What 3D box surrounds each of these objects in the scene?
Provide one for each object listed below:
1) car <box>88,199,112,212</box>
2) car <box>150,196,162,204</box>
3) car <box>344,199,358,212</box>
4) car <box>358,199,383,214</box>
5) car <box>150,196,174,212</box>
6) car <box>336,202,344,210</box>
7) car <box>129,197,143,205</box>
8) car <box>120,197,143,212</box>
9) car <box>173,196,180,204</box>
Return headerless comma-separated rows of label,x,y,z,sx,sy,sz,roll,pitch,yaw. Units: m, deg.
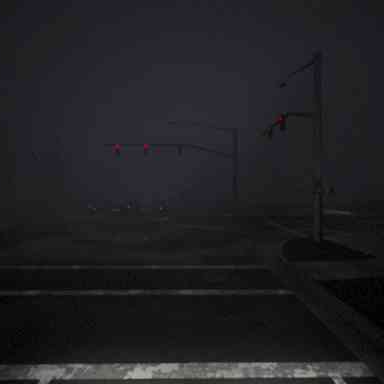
car,-10.403,1.531,37.834,1.812,1.442,4.674,0,0,0
car,-6.907,1.514,63.718,1.837,1.490,4.892,0,0,0
car,19.968,1.531,37.104,4.674,1.442,1.812,0,0,1
car,19.987,1.496,33.604,4.902,1.511,2.128,0,0,1
car,-3.404,1.531,38.506,1.812,1.442,4.674,0,0,0
car,20.058,1.531,40.598,4.674,1.442,1.812,0,0,1
car,-10.405,1.610,62.192,1.895,1.301,4.718,0,0,0
car,-6.904,1.569,38.066,1.994,1.385,4.181,0,0,0
car,-3.405,1.514,63.703,1.837,1.490,4.892,0,0,0
